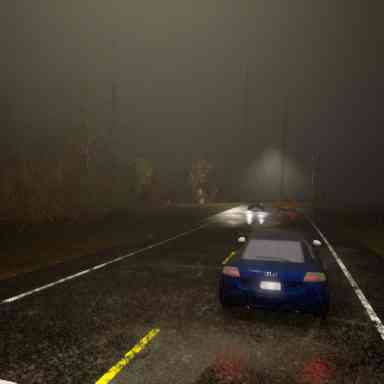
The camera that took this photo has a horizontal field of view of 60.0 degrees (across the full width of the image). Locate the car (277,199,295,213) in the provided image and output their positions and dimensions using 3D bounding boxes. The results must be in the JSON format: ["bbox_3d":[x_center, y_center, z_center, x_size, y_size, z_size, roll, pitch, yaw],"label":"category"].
[{"bbox_3d":[10.630,1.483,37.604,1.882,1.535,5.008,0,0,15],"label":"car"}]

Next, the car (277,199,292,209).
[{"bbox_3d":[13.075,1.624,47.363,1.895,1.301,4.718,0,0,13],"label":"car"}]

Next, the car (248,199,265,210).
[{"bbox_3d":[8.210,1.613,42.349,1.895,1.301,4.718,0,0,14],"label":"car"}]

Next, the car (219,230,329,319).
[{"bbox_3d":[1.938,1.562,7.569,1.994,1.385,4.181,0,0,17],"label":"car"}]
